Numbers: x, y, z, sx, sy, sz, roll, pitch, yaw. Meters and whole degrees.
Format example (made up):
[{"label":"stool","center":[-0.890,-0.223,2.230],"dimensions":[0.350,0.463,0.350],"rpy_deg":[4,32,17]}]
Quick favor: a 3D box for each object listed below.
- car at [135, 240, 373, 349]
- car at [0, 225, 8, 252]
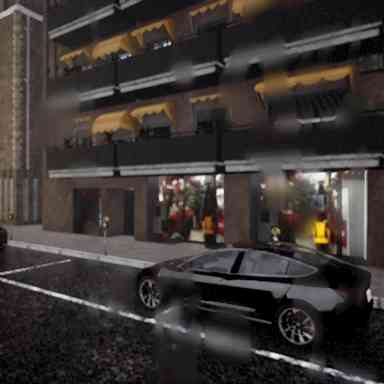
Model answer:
[{"label":"car","center":[0.912,1.567,6.133],"dimensions":[4.313,1.339,1.947],"rpy_deg":[0,0,33]},{"label":"car","center":[-8.553,1.512,12.299],"dimensions":[4.403,1.369,2.008],"rpy_deg":[0,0,33]}]
